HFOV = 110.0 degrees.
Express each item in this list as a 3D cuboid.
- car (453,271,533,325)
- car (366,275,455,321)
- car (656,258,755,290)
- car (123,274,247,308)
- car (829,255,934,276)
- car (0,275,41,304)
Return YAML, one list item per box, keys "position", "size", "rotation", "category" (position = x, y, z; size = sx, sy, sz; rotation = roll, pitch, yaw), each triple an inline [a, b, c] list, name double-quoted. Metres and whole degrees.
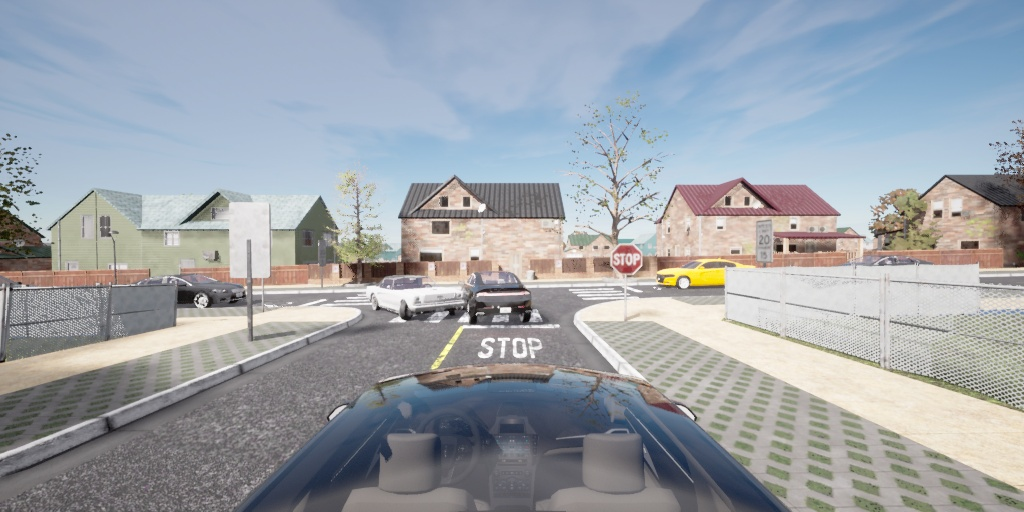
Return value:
- position: [-0.678, 1.242, 11.983]
  size: [2.128, 1.511, 4.902]
  rotation: [0, 0, -12]
  category: "car"
- position: [-3.595, 1.368, 12.844]
  size: [1.895, 1.301, 4.718]
  rotation: [0, 0, -38]
  category: "car"
- position: [10.391, 0.911, 19.348]
  size: [5.008, 1.535, 1.882]
  rotation: [-1, 1, -1]
  category: "car"
- position: [-14.892, 1.566, 16.347]
  size: [4.902, 1.511, 2.128]
  rotation: [-1, 1, 0]
  category: "car"
- position: [19.820, 0.702, 19.416]
  size: [4.902, 1.511, 2.128]
  rotation: [-1, 1, 0]
  category: "car"
- position: [-24.230, 1.648, 16.312]
  size: [4.553, 1.767, 2.097]
  rotation: [-1, 1, 0]
  category: "car"
